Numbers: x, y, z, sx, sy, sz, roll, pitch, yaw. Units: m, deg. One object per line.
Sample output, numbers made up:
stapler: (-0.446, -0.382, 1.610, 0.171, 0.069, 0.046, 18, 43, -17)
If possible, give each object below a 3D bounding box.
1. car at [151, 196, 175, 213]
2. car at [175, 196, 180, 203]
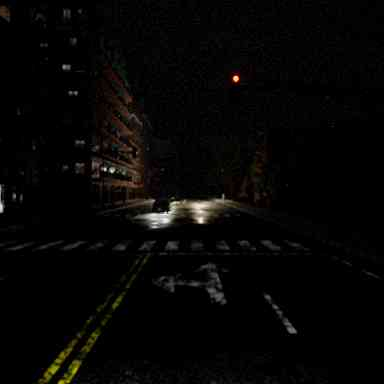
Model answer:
car: (-3.318, 1.489, 36.560, 2.128, 1.511, 4.902, 0, 1, 0)
car: (-3.373, 1.455, 68.311, 2.033, 1.411, 5.357, 0, 0, 0)
